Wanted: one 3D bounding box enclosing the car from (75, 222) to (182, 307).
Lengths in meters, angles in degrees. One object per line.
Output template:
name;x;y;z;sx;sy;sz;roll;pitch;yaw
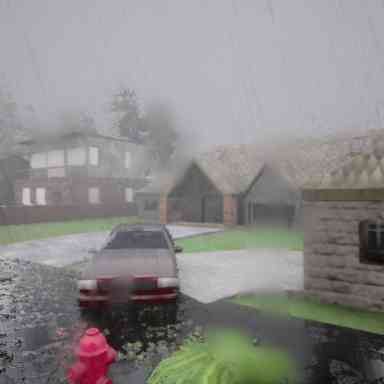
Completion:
car;-1.307;1.501;8.260;2.033;1.415;5.357;0;0;-4
